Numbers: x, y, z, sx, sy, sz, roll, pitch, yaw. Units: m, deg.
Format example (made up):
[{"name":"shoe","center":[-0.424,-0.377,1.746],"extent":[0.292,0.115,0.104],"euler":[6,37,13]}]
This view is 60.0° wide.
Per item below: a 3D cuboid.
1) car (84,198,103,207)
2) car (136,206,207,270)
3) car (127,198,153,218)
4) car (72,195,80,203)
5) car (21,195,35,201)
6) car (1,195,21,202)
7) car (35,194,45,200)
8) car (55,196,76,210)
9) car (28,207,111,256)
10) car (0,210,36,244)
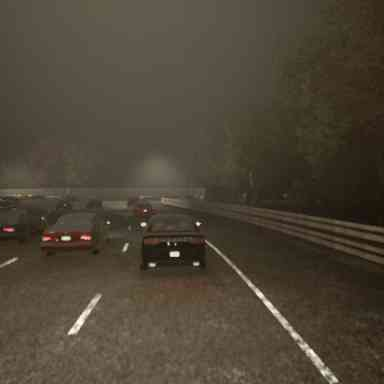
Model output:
[{"name":"car","center":[-12.858,1.466,43.312],"extent":[1.882,1.535,5.008],"euler":[0,0,-23]},{"name":"car","center":[-0.692,1.465,11.129],"extent":[1.882,1.535,5.008],"euler":[0,0,-6]},{"name":"car","center":[-4.470,1.540,30.053],"extent":[1.994,1.385,4.181],"euler":[0,0,-15]},{"name":"car","center":[-25.439,1.475,70.721],"extent":[1.882,1.535,5.008],"euler":[0,0,-39]},{"name":"car","center":[-41.677,1.481,82.502],"extent":[5.008,1.535,1.882],"euler":[0,0,38]},{"name":"car","center":[-43.960,1.544,79.849],"extent":[4.902,1.511,2.128],"euler":[0,0,38]},{"name":"car","center":[-39.689,1.367,85.409],"extent":[4.902,1.511,2.128],"euler":[0,0,38]},{"name":"car","center":[-16.250,1.565,42.319],"extent":[1.994,1.385,4.181],"euler":[0,0,-23]},{"name":"car","center":[-4.410,1.545,13.241],"extent":[2.033,1.411,5.357],"euler":[0,0,-8]},{"name":"car","center":[-8.289,1.556,15.628],"extent":[2.033,1.411,5.357],"euler":[0,0,-9]}]
